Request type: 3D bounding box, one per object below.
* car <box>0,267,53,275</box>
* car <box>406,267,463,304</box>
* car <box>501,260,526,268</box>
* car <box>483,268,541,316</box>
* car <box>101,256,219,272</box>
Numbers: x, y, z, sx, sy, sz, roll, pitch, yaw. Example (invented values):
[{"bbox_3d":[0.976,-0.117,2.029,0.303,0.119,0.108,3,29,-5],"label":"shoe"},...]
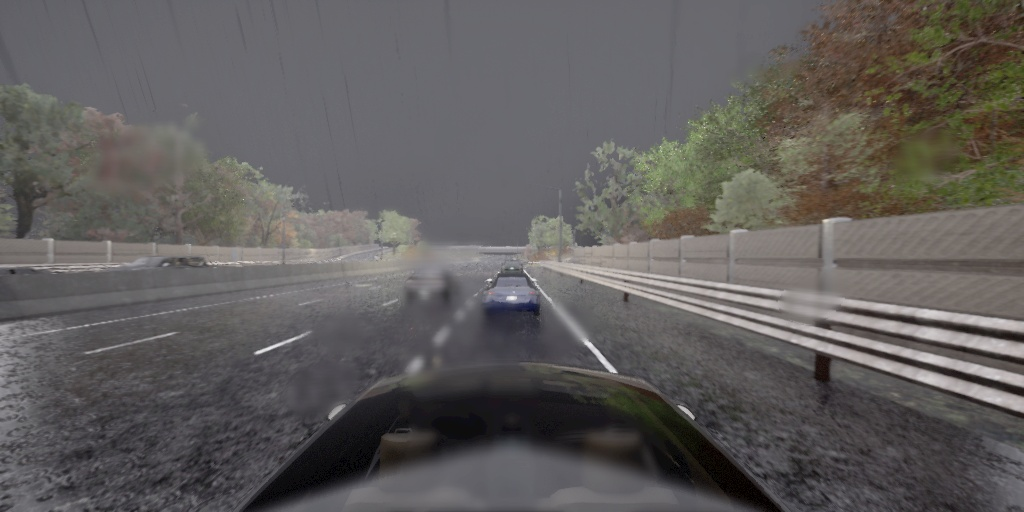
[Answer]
[{"bbox_3d":[-24.594,1.270,16.925,1.837,1.490,4.892,0,-1,0],"label":"car"},{"bbox_3d":[-3.399,1.253,16.347,2.128,1.511,4.902,0,0,0],"label":"car"},{"bbox_3d":[0.002,1.147,34.916,2.097,1.767,4.553,0,0,0],"label":"car"},{"bbox_3d":[0.002,1.322,13.518,1.994,1.385,4.181,0,0,0],"label":"car"},{"bbox_3d":[-21.090,0.994,21.542,2.150,2.045,5.566,0,0,0],"label":"car"}]
